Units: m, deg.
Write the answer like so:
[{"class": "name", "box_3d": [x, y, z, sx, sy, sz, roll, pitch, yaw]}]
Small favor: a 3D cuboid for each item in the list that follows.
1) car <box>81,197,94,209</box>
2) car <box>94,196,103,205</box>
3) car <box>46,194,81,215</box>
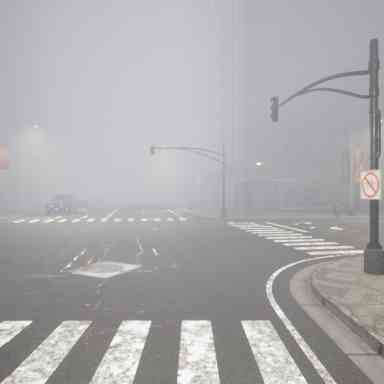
[{"class": "car", "box_3d": [-15.208, 1.592, 45.942, 1.994, 1.385, 4.181, 0, 0, -9]}, {"class": "car", "box_3d": [-17.632, 1.526, 61.242, 1.882, 1.535, 5.008, 0, 0, -9]}, {"class": "car", "box_3d": [-13.306, 1.239, 34.212, 2.150, 2.045, 5.566, 0, 0, -9]}]
